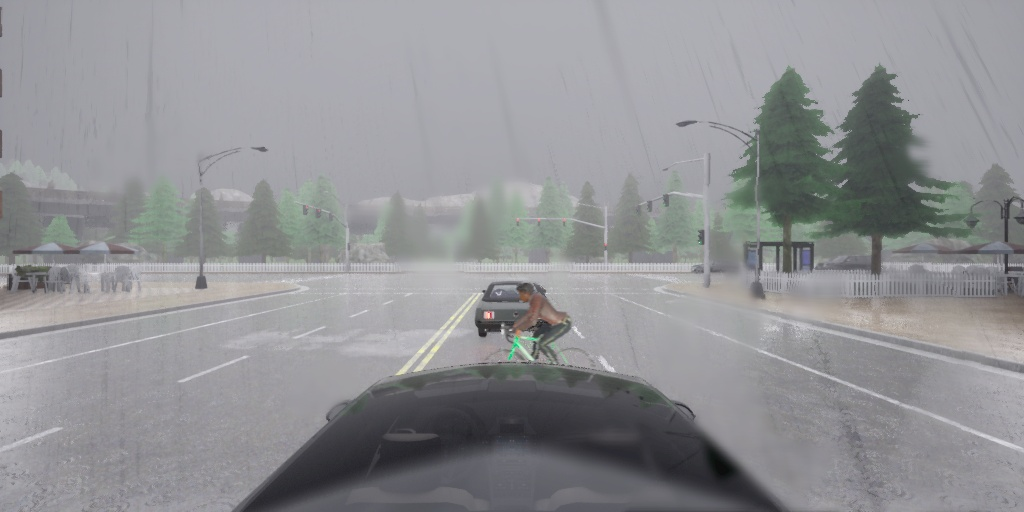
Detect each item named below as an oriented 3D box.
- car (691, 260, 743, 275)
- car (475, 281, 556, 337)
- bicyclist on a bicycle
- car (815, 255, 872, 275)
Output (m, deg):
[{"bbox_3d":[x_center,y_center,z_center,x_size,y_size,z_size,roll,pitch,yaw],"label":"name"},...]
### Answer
[{"bbox_3d":[21.492,1.186,37.672,4.902,1.511,2.128,0,0,0],"label":"car"},{"bbox_3d":[0.074,1.351,10.240,1.895,1.301,4.718,0,0,0],"label":"car"},{"bbox_3d":[0.367,1.204,5.145,1.656,1.620,0.582,-1,0,0],"label":"bicyclist on a bicycle"},{"bbox_3d":[35.097,0.916,37.527,5.566,2.045,2.150,0,0,2],"label":"car"}]
